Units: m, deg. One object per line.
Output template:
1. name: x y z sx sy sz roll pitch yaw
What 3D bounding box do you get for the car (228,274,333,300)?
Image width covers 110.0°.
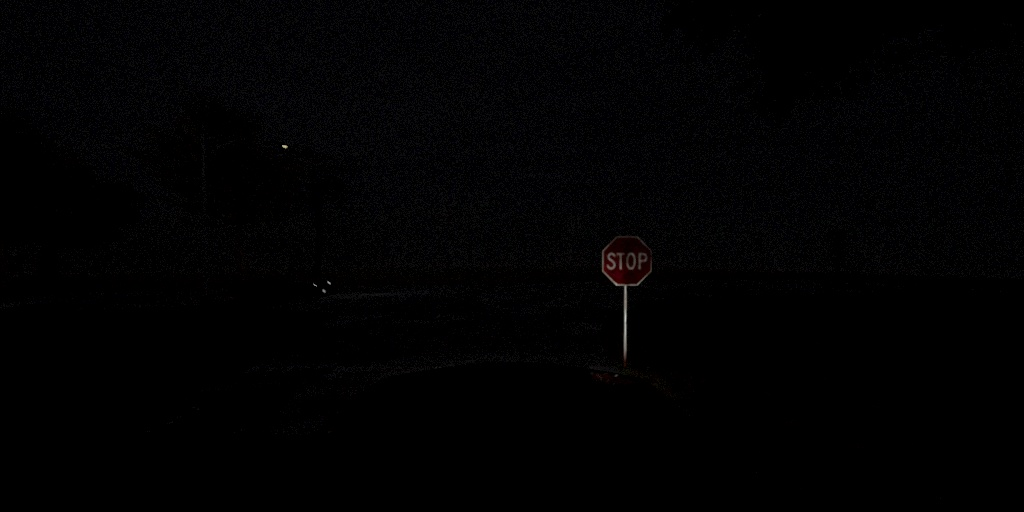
1. car: -12.578 1.652 19.729 4.718 1.301 1.895 -1 0 0
